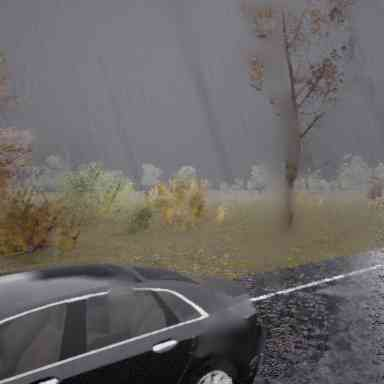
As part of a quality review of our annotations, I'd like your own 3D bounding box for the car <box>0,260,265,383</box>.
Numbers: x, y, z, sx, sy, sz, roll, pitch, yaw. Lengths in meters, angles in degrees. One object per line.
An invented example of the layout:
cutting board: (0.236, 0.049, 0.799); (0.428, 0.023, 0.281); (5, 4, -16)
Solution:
car: (-1.475, 1.505, 2.939); (4.892, 1.490, 1.837); (0, 0, -35)
